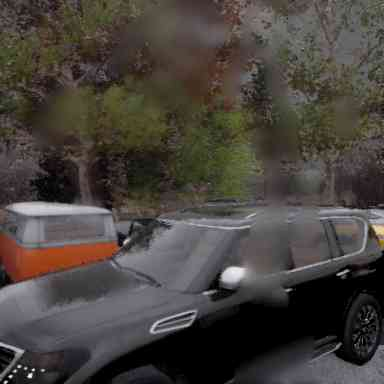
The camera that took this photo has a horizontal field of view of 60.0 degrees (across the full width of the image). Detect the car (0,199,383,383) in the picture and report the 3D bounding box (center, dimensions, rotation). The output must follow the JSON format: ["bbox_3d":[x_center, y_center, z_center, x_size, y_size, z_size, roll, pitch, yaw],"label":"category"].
[{"bbox_3d":[0.407,1.219,4.282,5.566,2.045,2.150,0,0,-36],"label":"car"}]

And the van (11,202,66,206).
[{"bbox_3d":[-3.348,1.253,7.815,1.878,1.987,4.442,0,0,-36],"label":"van"}]

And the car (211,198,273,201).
[{"bbox_3d":[1.313,1.228,11.033,2.435,2.045,5.566,0,0,-36],"label":"car"}]
